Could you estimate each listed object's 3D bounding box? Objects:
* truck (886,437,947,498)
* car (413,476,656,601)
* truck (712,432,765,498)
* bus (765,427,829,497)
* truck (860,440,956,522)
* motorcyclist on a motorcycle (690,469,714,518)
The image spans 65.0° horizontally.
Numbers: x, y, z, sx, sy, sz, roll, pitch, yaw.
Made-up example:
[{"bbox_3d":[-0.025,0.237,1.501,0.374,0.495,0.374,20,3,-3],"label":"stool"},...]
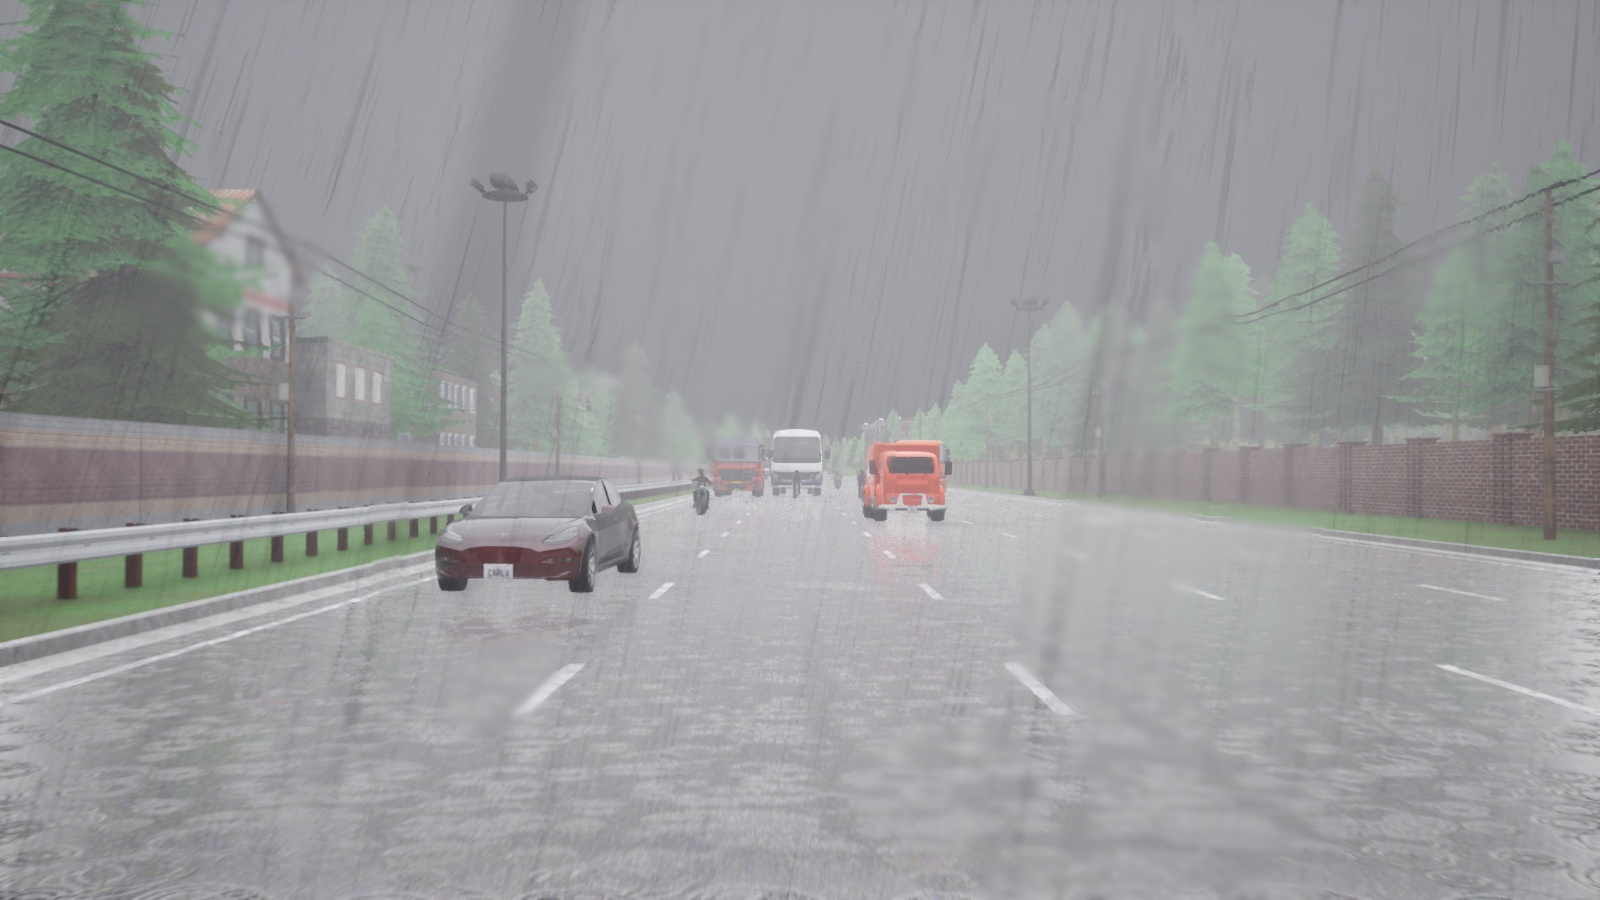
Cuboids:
[{"bbox_3d":[6.817,1.052,74.492,2.891,3.462,7.936,0,-1,0],"label":"truck"},{"bbox_3d":[-3.505,1.124,17.639,2.163,1.488,4.792,0,-1,3],"label":"car"},{"bbox_3d":[-3.690,0.958,77.248,2.891,3.827,8.468,0,-1,0],"label":"truck"},{"bbox_3d":[-0.204,0.821,82.550,3.944,4.253,10.273,0,-1,0],"label":"bus"},{"bbox_3d":[3.400,0.994,40.623,2.627,2.467,5.204,0,-1,0],"label":"truck"},{"bbox_3d":[-3.507,1.529,44.771,0.766,1.649,2.350,1,-1,-5],"label":"motorcyclist on a motorcycle"}]
